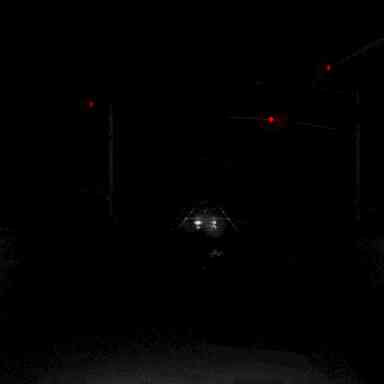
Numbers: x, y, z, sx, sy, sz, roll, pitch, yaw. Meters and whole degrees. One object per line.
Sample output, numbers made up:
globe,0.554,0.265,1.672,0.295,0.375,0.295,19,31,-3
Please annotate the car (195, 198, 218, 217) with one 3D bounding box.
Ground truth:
car,1.349,1.490,31.492,1.812,1.442,4.674,0,0,3

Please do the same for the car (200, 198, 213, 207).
car,2.265,1.565,50.784,1.895,1.301,4.718,0,0,3

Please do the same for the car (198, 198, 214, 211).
car,1.776,1.469,40.647,1.837,1.490,4.892,0,0,3
